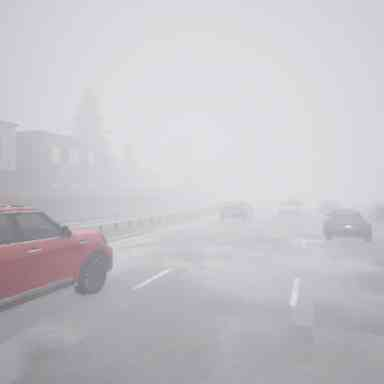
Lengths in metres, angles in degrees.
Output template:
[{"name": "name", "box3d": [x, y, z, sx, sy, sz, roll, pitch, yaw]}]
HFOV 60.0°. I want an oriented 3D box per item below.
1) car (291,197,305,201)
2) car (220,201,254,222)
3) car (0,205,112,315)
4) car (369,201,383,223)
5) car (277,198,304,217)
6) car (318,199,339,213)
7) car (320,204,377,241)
[{"name": "car", "box3d": [12.942, 1.367, 41.364, 1.882, 1.535, 5.008, 0, 0, 20]}, {"name": "car", "box3d": [3.587, 1.434, 25.944, 2.128, 1.511, 4.902, 0, 0, 20]}, {"name": "car", "box3d": [-3.707, 1.222, 5.970, 2.150, 2.045, 5.566, 0, 0, 20]}, {"name": "car", "box3d": [14.166, 1.396, 24.302, 1.882, 1.535, 5.008, 0, 0, 20]}, {"name": "car", "box3d": [9.000, 1.521, 30.562, 1.895, 1.301, 4.718, 0, 0, 20]}, {"name": "car", "box3d": [13.936, 1.427, 33.873, 1.812, 1.442, 4.674, 0, 0, 20]}, {"name": "car", "box3d": [7.652, 1.513, 16.667, 1.994, 1.385, 4.181, 0, 0, 20]}]
